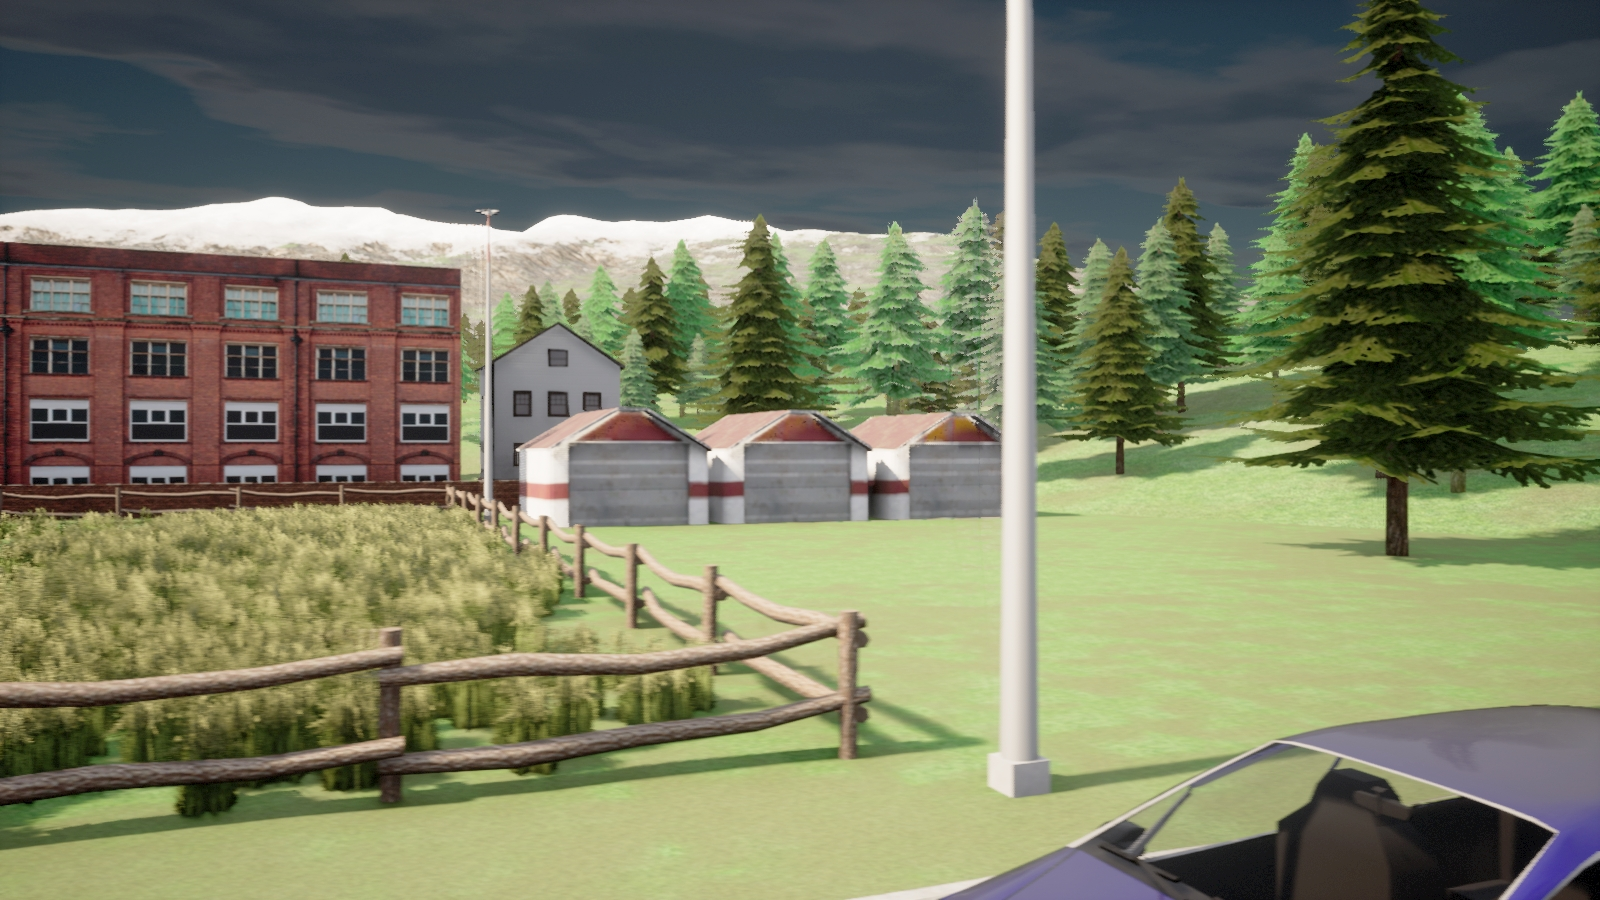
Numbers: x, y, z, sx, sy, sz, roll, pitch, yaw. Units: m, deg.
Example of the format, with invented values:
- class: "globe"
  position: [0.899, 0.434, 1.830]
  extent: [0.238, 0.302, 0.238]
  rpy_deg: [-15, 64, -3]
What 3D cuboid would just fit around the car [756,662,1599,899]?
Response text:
- class: "car"
  position: [2.371, 1.970, 4.325]
  extent: [4.611, 1.667, 2.242]
  rpy_deg: [0, 0, -20]
